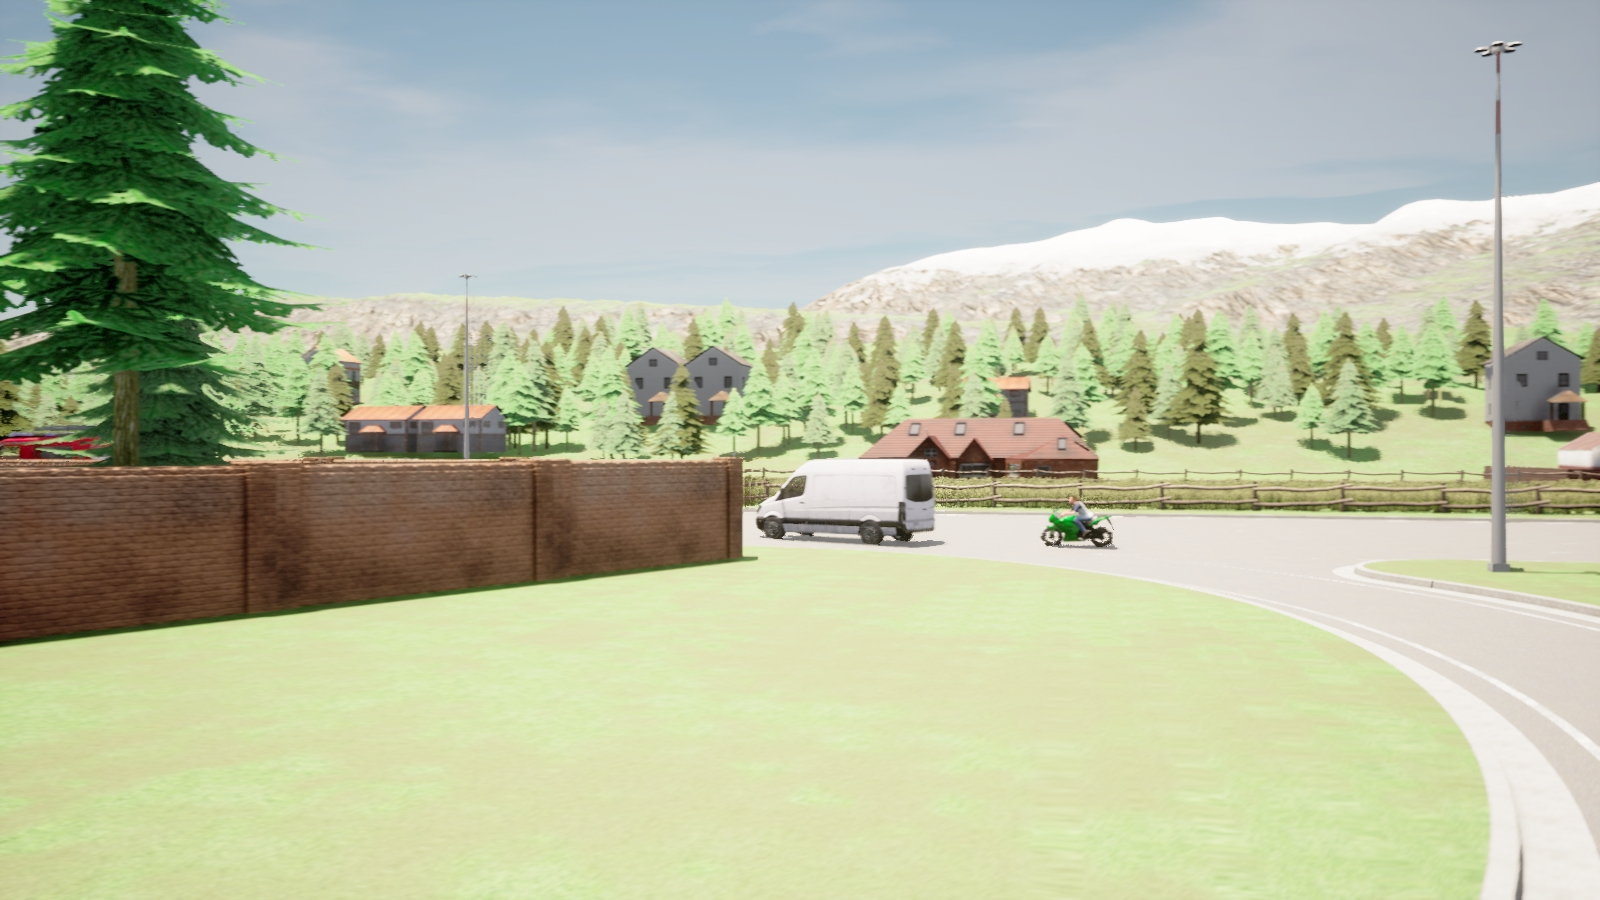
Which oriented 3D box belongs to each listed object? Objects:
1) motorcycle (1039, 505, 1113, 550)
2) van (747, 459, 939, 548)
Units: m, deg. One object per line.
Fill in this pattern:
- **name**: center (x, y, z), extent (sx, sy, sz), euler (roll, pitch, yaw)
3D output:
- **motorcycle**: center (7.956, 2.213, 32.922), extent (2.033, 1.199, 0.803), euler (0, 0, 15)
- **van**: center (1.264, 1.569, 35.758), extent (5.915, 2.561, 1.988), euler (0, 0, 37)
